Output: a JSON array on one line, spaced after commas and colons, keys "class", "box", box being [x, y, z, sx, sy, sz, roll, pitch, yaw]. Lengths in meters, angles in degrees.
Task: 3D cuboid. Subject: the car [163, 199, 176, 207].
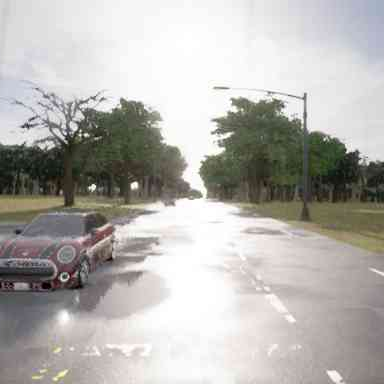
[{"class": "car", "box": [-3.572, 1.746, 53.250, 1.895, 1.301, 4.718, 0, 0, 0]}]

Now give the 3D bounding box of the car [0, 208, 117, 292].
[{"class": "car", "box": [-3.496, 1.314, 9.058, 2.097, 1.767, 4.553, 1, 1, 0]}]
